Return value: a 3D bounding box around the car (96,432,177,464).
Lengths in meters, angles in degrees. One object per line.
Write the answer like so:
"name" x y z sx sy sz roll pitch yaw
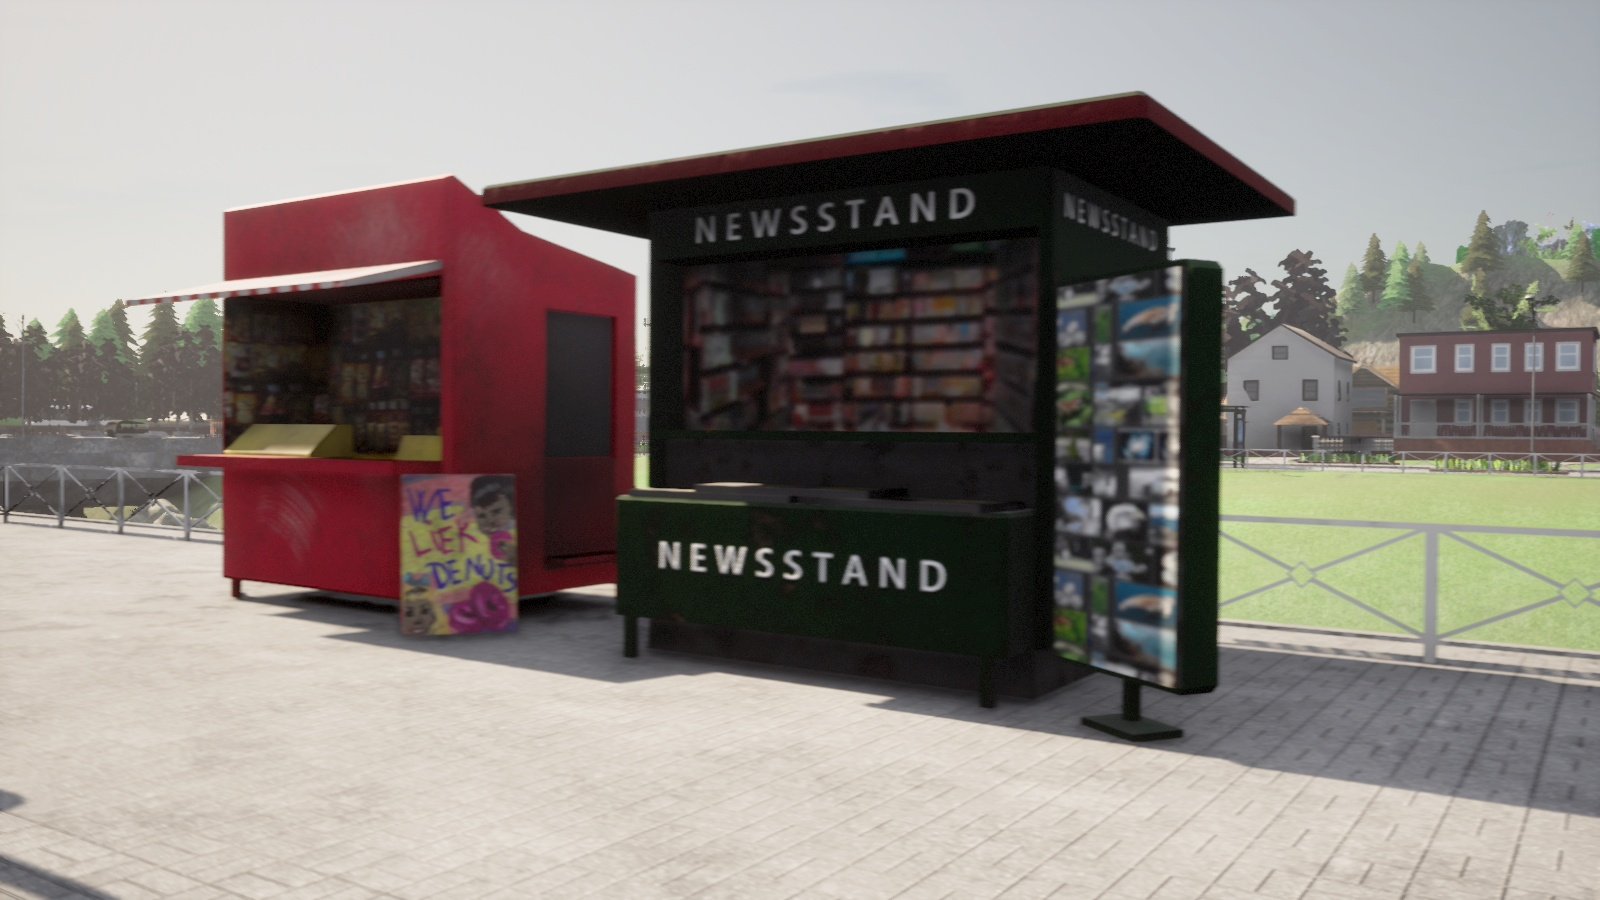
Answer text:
"car" -40.046 -0.146 75.890 1.905 1.878 3.866 0 1 34
